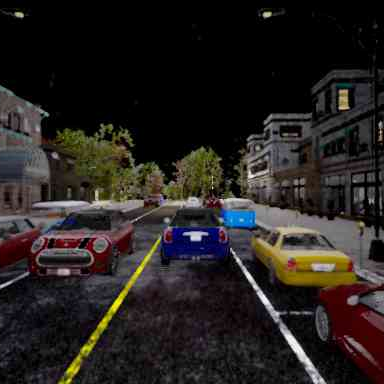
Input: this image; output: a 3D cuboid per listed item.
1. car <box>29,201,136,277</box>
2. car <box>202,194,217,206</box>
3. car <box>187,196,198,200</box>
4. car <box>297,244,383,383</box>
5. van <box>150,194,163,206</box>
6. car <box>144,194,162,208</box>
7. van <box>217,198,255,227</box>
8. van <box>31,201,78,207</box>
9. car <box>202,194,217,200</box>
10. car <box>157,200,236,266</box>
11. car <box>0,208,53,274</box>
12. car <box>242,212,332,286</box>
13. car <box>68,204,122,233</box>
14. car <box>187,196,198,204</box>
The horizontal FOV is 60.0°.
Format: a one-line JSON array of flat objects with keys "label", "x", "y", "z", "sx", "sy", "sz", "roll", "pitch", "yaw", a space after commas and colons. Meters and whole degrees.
[{"label": "car", "x": -3.098, "y": 1.336, "z": 10.264, "sx": 2.097, "sy": 1.767, "sz": 4.553, "roll": 0, "pitch": 0, "yaw": 0}, {"label": "car", "x": 2.729, "y": 1.213, "z": 53.341, "sx": 2.192, "sy": 1.841, "sz": 5.009, "roll": 1, "pitch": 0, "yaw": 0}, {"label": "car", "x": 0.110, "y": 1.449, "z": 42.344, "sx": 1.812, "sy": 1.442, "sz": 4.674, "roll": 0, "pitch": 0, "yaw": 0}, {"label": "car", "x": 2.699, "y": 1.576, "z": 3.454, "sx": 1.802, "sy": 1.307, "sz": 4.206, "roll": 1, "pitch": 0, "yaw": 0}, {"label": "van", "x": -5.678, "y": 1.240, "z": 53.331, "sx": 1.690, "sy": 1.788, "sz": 3.998, "roll": 1, "pitch": 0, "yaw": 0}, {"label": "car", "x": -5.666, "y": 1.227, "z": 47.788, "sx": 2.192, "sy": 1.841, "sz": 5.009, "roll": 1, "pitch": 0, "yaw": 0}, {"label": "van", "x": 2.706, "y": 1.308, "z": 20.084, "sx": 1.690, "sy": 1.788, "sz": 3.998, "roll": 1, "pitch": 0, "yaw": 0}, {"label": "van", "x": -5.675, "y": 1.318, "z": 14.529, "sx": 1.690, "sy": 1.788, "sz": 3.998, "roll": 1, "pitch": 0, "yaw": 0}, {"label": "car", "x": 2.711, "y": 1.364, "z": 42.256, "sx": 1.967, "sy": 1.590, "sz": 4.097, "roll": 1, "pitch": 0, "yaw": 0}, {"label": "car", "x": 0.077, "y": 1.333, "z": 11.635, "sx": 2.097, "sy": 1.767, "sz": 4.553, "roll": 0, "pitch": 0, "yaw": -1}, {"label": "car", "x": -5.678, "y": 1.426, "z": 8.987, "sx": 1.967, "sy": 1.590, "sz": 4.097, "roll": 1, "pitch": 0, "yaw": 0}, {"label": "car", "x": 2.702, "y": 1.510, "z": 9.167, "sx": 1.752, "sy": 1.417, "sz": 4.829, "roll": 1, "pitch": 0, "yaw": 0}, {"label": "car", "x": -5.677, "y": 1.518, "z": 20.073, "sx": 2.008, "sy": 1.369, "sz": 4.403, "roll": 1, "pitch": 0, "yaw": 0}, {"label": "car", "x": 0.114, "y": 1.410, "z": 59.141, "sx": 1.812, "sy": 1.442, "sz": 4.674, "roll": 0, "pitch": 0, "yaw": 0}]
